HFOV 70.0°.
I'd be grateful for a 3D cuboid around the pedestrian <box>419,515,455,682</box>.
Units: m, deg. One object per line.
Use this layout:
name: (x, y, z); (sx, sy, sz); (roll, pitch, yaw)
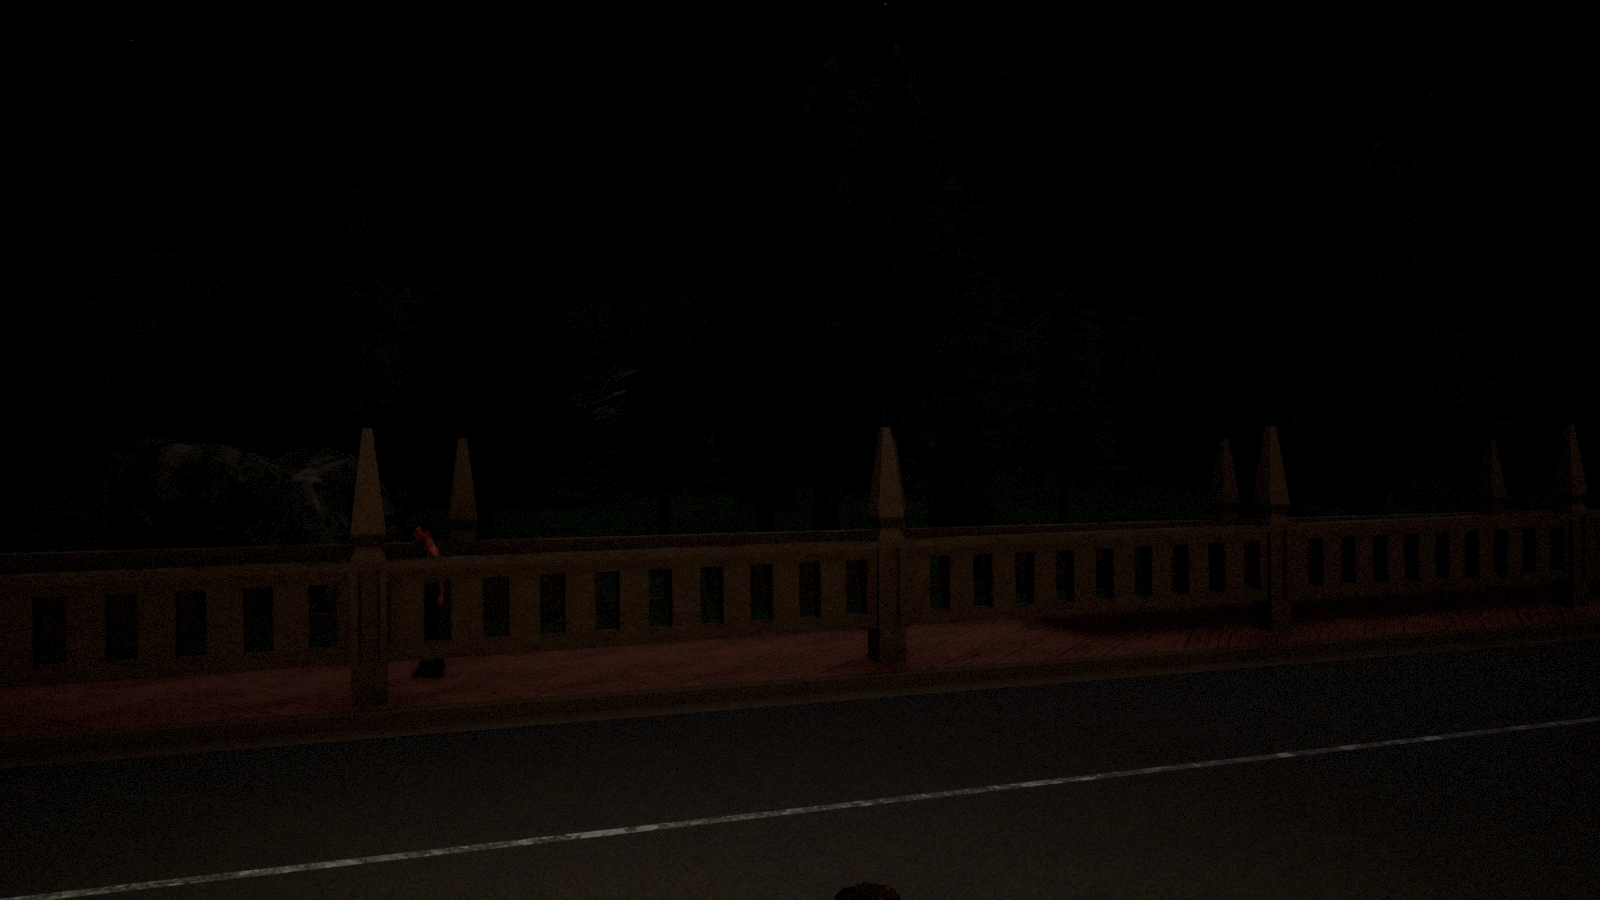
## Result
pedestrian: (-4.189, 1.694, 13.166); (0.375, 1.860, 0.375); (0, 0, -20)
